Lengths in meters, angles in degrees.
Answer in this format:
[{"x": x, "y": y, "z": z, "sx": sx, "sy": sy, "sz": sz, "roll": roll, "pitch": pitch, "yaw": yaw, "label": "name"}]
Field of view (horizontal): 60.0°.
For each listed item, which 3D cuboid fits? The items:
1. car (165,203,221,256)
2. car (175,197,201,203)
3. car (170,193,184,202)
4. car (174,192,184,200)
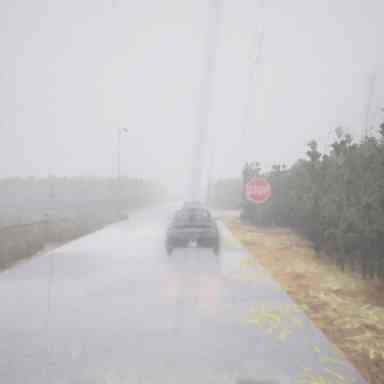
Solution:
[{"x": 0.040, "y": 1.399, "z": 12.767, "sx": 2.128, "sy": 1.511, "sz": 4.902, "roll": 0, "pitch": 1, "yaw": 0, "label": "car"}, {"x": 0.014, "y": 1.336, "z": 25.782, "sx": 2.033, "sy": 1.411, "sz": 5.357, "roll": 0, "pitch": 0, "yaw": 0, "label": "car"}, {"x": -3.134, "y": 1.082, "z": 65.420, "sx": 2.097, "sy": 1.767, "sz": 4.553, "roll": 0, "pitch": -1, "yaw": 0, "label": "car"}, {"x": -3.123, "y": 0.929, "z": 80.752, "sx": 2.097, "sy": 1.767, "sz": 4.553, "roll": 0, "pitch": -1, "yaw": 0, "label": "car"}]
